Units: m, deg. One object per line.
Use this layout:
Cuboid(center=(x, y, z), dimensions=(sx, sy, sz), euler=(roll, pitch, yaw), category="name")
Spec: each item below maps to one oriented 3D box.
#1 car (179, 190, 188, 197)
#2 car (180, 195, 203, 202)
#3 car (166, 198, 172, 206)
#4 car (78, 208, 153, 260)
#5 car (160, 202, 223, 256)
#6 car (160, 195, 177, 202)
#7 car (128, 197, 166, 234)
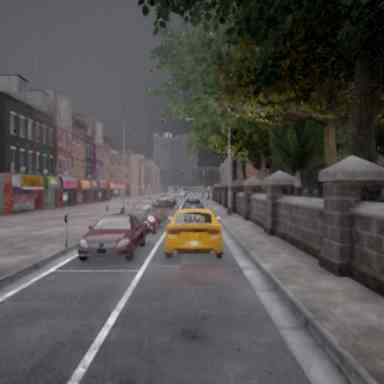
Cuboid(center=(-2.619, 0.696, 83.923), dimensions=(1.752, 1.417, 4.829), euler=(0, 1, 0), category="car")
Cuboid(center=(0.093, 1.248, 31.172), dimensions=(1.994, 1.385, 4.181), euler=(0, 1, 0), category="car")
Cuboid(center=(-2.633, 1.347, 23.110), dimensions=(1.802, 1.307, 4.206), euler=(0, 1, 0), category="car")
Cuboid(center=(-2.636, 1.461, 11.760), dimensions=(1.802, 1.307, 4.206), euler=(0, 1, 0), category="car")
Cuboid(center=(0.077, 1.350, 12.467), dimensions=(1.882, 1.535, 5.008), euler=(0, 1, 0), category="car")
Cuboid(center=(-3.014, 1.150, 37.158), dimensions=(1.812, 1.442, 4.674), euler=(0, 1, 0), category="car")
Cuboid(center=(-2.635, 1.262, 17.434), dimensions=(1.967, 1.590, 4.097), euler=(0, 1, 0), category="car")
